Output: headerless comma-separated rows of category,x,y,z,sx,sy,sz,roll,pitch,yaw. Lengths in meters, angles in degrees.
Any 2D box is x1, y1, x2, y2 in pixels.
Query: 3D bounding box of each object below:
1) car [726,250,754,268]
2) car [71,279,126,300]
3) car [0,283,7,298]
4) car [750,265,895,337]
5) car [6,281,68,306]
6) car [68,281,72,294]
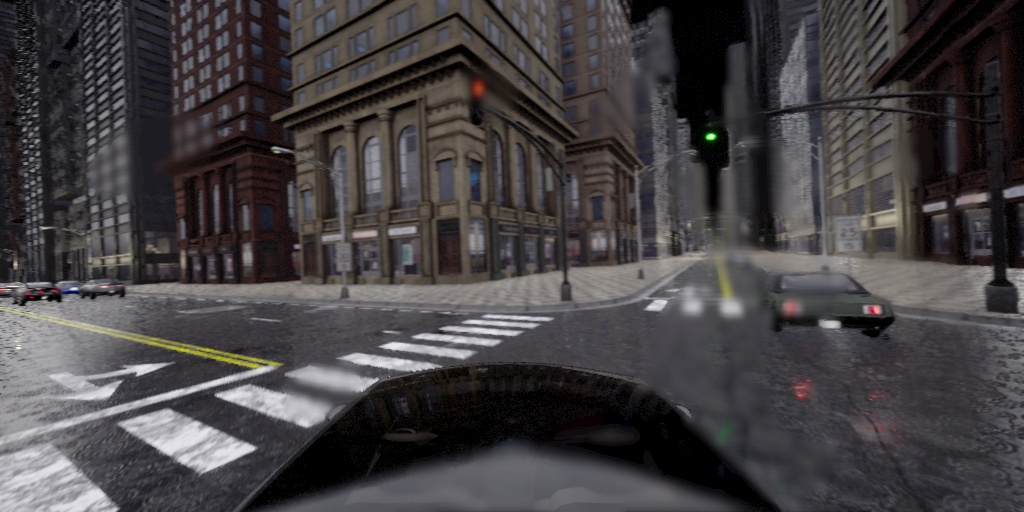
car,22.345,0.386,35.311,1.994,1.385,4.181,-2,0,30
car,-32.723,2.610,28.654,4.902,1.511,2.128,-2,0,30
car,-43.621,3.062,31.078,4.902,1.511,2.128,-2,0,30
car,7.440,1.034,9.077,1.895,1.301,4.718,-2,0,30
car,-33.958,2.671,25.626,4.892,1.490,1.837,-2,0,30
car,-41.822,3.064,33.795,4.181,1.385,1.994,-2,0,30
